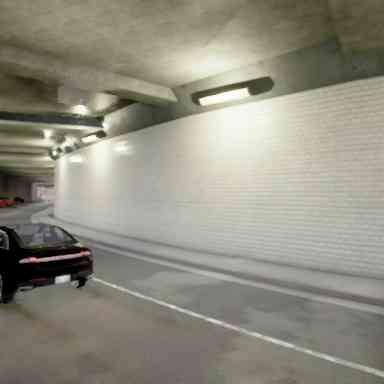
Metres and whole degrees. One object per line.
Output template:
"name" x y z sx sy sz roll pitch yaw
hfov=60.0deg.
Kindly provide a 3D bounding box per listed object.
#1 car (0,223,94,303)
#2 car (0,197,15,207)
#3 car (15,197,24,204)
"car" -4.300 1.549 8.458 2.128 1.511 4.902 1 -1 -44
"car" -33.714 1.669 59.599 2.097 1.767 4.553 1 -1 -19
"car" -38.531 1.854 73.900 1.837 1.490 4.892 1 -1 -19
